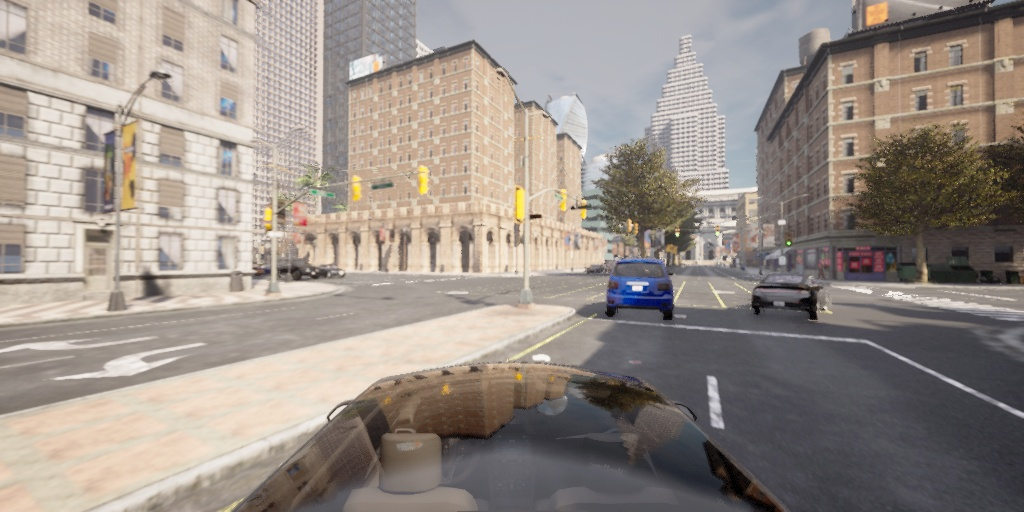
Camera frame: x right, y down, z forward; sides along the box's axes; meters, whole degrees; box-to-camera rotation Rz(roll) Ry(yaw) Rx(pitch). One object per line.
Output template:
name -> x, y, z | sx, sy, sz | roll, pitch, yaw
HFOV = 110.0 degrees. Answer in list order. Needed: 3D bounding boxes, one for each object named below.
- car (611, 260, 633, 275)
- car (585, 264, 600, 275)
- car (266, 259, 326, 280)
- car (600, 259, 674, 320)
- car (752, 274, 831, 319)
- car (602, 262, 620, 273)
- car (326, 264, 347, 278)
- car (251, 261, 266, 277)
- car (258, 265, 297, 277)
car -> 16.158, 1.639, 52.387 | 2.150, 2.045, 5.566 | 0, -1, 27
car -> 12.390, 1.917, 52.712 | 1.837, 1.490, 4.892 | 0, -1, 28
car -> -21.939, 1.350, 36.445 | 5.566, 2.045, 2.150 | 0, -1, 27
car -> 4.952, 1.136, 13.835 | 2.150, 2.045, 5.566 | 0, 0, 22
car -> 10.716, 1.416, 13.733 | 4.902, 1.511, 2.128 | 1, -2, -44
car -> 17.051, 1.886, 61.625 | 2.097, 1.767, 4.553 | 0, -1, 27
car -> -20.467, 1.663, 39.641 | 4.902, 1.511, 2.128 | 0, -1, 27
car -> -31.047, 1.387, 41.148 | 5.566, 2.045, 2.150 | 0, -1, 28
car -> -28.725, 1.805, 43.880 | 4.718, 1.301, 1.895 | 0, -1, 28
